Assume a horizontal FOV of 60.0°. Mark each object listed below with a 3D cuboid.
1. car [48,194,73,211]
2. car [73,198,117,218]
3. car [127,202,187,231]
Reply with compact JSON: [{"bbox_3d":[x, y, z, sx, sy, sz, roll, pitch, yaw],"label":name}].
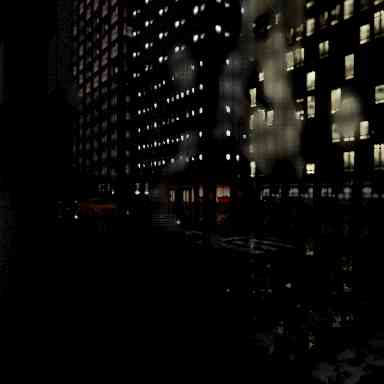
[{"bbox_3d":[-13.711,1.042,35.291,2.097,1.767,4.553,0,0,-37],"label":"car"},{"bbox_3d":[-7.824,1.251,27.364,1.882,1.535,5.008,0,0,-37],"label":"car"},{"bbox_3d":[-2.193,1.341,19.795,2.128,1.511,4.902,0,0,-37],"label":"car"}]
